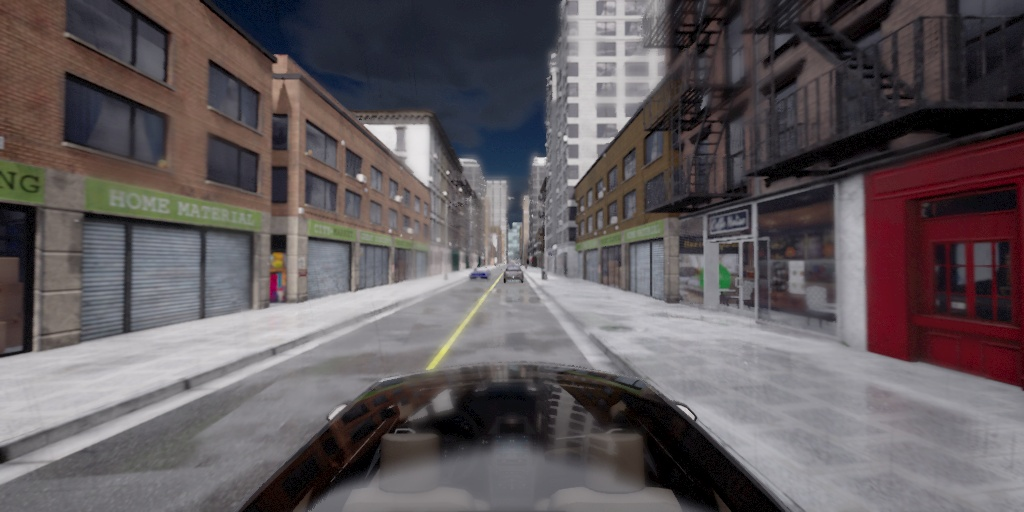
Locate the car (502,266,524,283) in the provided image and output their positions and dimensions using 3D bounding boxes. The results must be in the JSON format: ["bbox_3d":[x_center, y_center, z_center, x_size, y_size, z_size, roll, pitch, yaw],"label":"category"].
[{"bbox_3d":[0.132,1.674,33.709,2.128,1.511,4.902,0,-1,0],"label":"car"}]

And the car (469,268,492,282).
[{"bbox_3d":[-3.065,1.805,35.274,1.895,1.301,4.718,0,-1,0],"label":"car"}]
